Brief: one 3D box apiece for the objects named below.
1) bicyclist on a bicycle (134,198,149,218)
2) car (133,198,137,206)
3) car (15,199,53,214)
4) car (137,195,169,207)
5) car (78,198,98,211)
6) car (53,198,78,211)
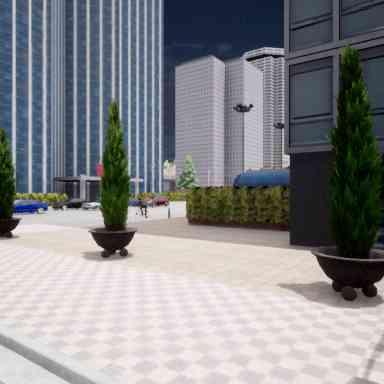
[{"bbox_3d":[-4.087,1.301,26.668,1.656,1.620,0.582,0,0,35],"label":"bicyclist on a bicycle"},{"bbox_3d":[-9.297,1.547,50.524,2.033,1.411,5.357,0,0,35],"label":"car"},{"bbox_3d":[-17.060,1.477,33.396,1.882,1.535,5.008,0,0,35],"label":"car"},{"bbox_3d":[-5.500,1.352,49.828,2.097,1.767,4.553,0,0,35],"label":"car"},{"bbox_3d":[-11.349,1.601,41.528,1.895,1.301,4.718,0,0,35],"label":"car"},{"bbox_3d":[-15.226,1.477,42.099,1.882,1.535,5.008,0,0,35],"label":"car"}]
